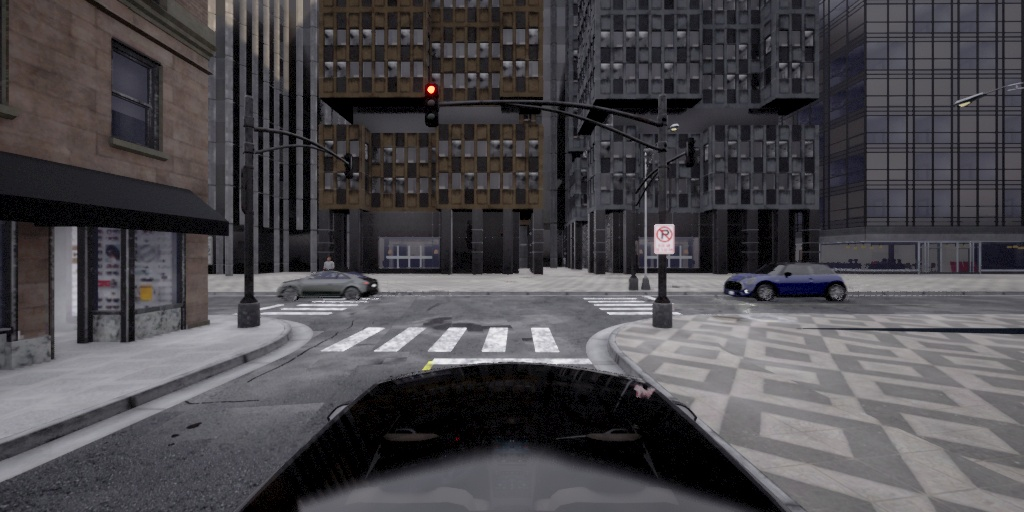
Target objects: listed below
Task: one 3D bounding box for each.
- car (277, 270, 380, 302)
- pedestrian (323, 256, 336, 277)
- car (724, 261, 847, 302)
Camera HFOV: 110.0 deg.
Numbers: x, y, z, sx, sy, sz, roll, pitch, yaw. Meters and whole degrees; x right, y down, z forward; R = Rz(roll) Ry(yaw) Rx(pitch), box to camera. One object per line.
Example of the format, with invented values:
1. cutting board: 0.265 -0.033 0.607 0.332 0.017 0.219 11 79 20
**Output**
1. car: -8.307 1.322 16.430 4.181 1.385 1.994 0 0 0
2. pedestrian: -9.929 0.902 19.476 0.375 1.860 0.375 0 0 0
3. car: 12.232 1.082 16.290 4.553 1.767 2.097 0 0 0
